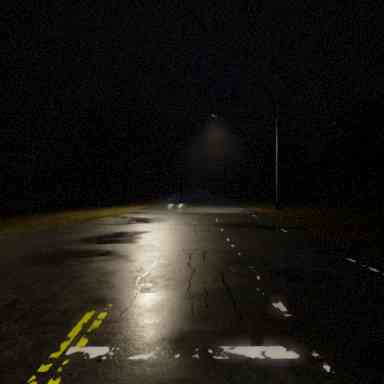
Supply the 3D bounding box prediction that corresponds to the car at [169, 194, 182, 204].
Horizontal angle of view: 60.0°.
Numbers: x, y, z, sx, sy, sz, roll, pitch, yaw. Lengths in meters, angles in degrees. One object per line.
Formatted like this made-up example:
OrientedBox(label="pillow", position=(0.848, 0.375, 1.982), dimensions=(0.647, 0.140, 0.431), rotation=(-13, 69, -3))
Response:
OrientedBox(label="car", position=(-2.583, 1.066, 52.512), dimensions=(1.882, 1.535, 5.008), rotation=(0, 1, 2))
